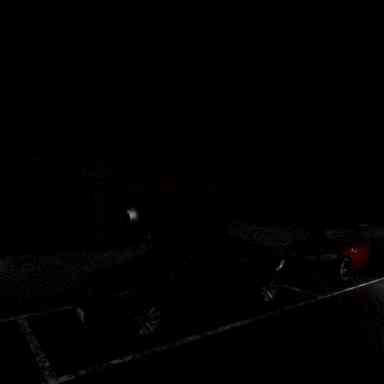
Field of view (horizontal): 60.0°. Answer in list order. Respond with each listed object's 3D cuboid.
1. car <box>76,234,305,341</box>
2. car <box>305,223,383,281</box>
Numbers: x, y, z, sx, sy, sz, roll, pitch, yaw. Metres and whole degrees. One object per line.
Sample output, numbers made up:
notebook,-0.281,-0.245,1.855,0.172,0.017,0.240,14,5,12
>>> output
car,0.005,1.566,6.539,4.313,1.339,1.947,0,0,-35
car,4.486,1.582,9.731,4.206,1.307,1.802,0,0,-35
